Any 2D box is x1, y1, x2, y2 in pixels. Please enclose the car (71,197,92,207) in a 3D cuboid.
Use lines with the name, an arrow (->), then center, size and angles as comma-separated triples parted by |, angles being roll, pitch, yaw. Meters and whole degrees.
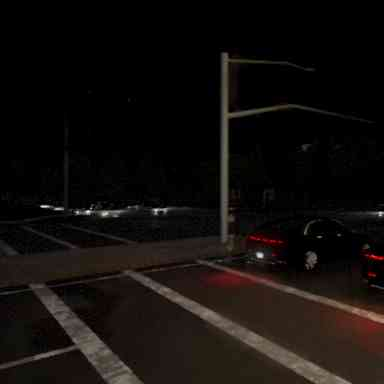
car -> -17.304, 1.511, 52.152 | 1.837, 1.490, 4.892 | 0, 0, -35

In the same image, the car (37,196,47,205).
car -> -25.670, 1.494, 58.084 | 2.128, 1.511, 4.902 | 0, 0, -35

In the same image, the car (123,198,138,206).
car -> -10.628, 1.611, 54.842 | 1.895, 1.301, 4.718 | 0, 0, -35

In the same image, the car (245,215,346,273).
car -> 3.889, 1.511, 10.699 | 4.892, 1.490, 1.837 | 0, 0, -35

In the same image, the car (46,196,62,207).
car -> -19.897, 1.604, 49.742 | 1.895, 1.301, 4.718 | 0, 0, -35

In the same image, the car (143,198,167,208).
car -> -5.412, 1.537, 47.380 | 1.812, 1.442, 4.674 | 0, 0, -35

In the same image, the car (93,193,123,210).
car -> -11.640, 1.228, 44.018 | 2.150, 2.045, 5.566 | 0, 0, -36

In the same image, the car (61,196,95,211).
car -> -14.404, 1.552, 41.880 | 2.033, 1.411, 5.357 | 0, 0, -35

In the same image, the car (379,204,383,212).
car -> 23.854, 1.627, 38.707 | 4.718, 1.301, 1.895 | 0, 0, -34

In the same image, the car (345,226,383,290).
car -> 5.907, 1.512, 7.840 | 4.892, 1.490, 1.837 | 0, 0, -35

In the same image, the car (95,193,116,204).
car -> -16.598, 1.231, 63.466 | 2.150, 2.045, 5.566 | 0, 0, -35

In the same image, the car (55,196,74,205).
car -> -23.303, 1.552, 60.836 | 2.033, 1.411, 5.357 | 0, 0, -35
